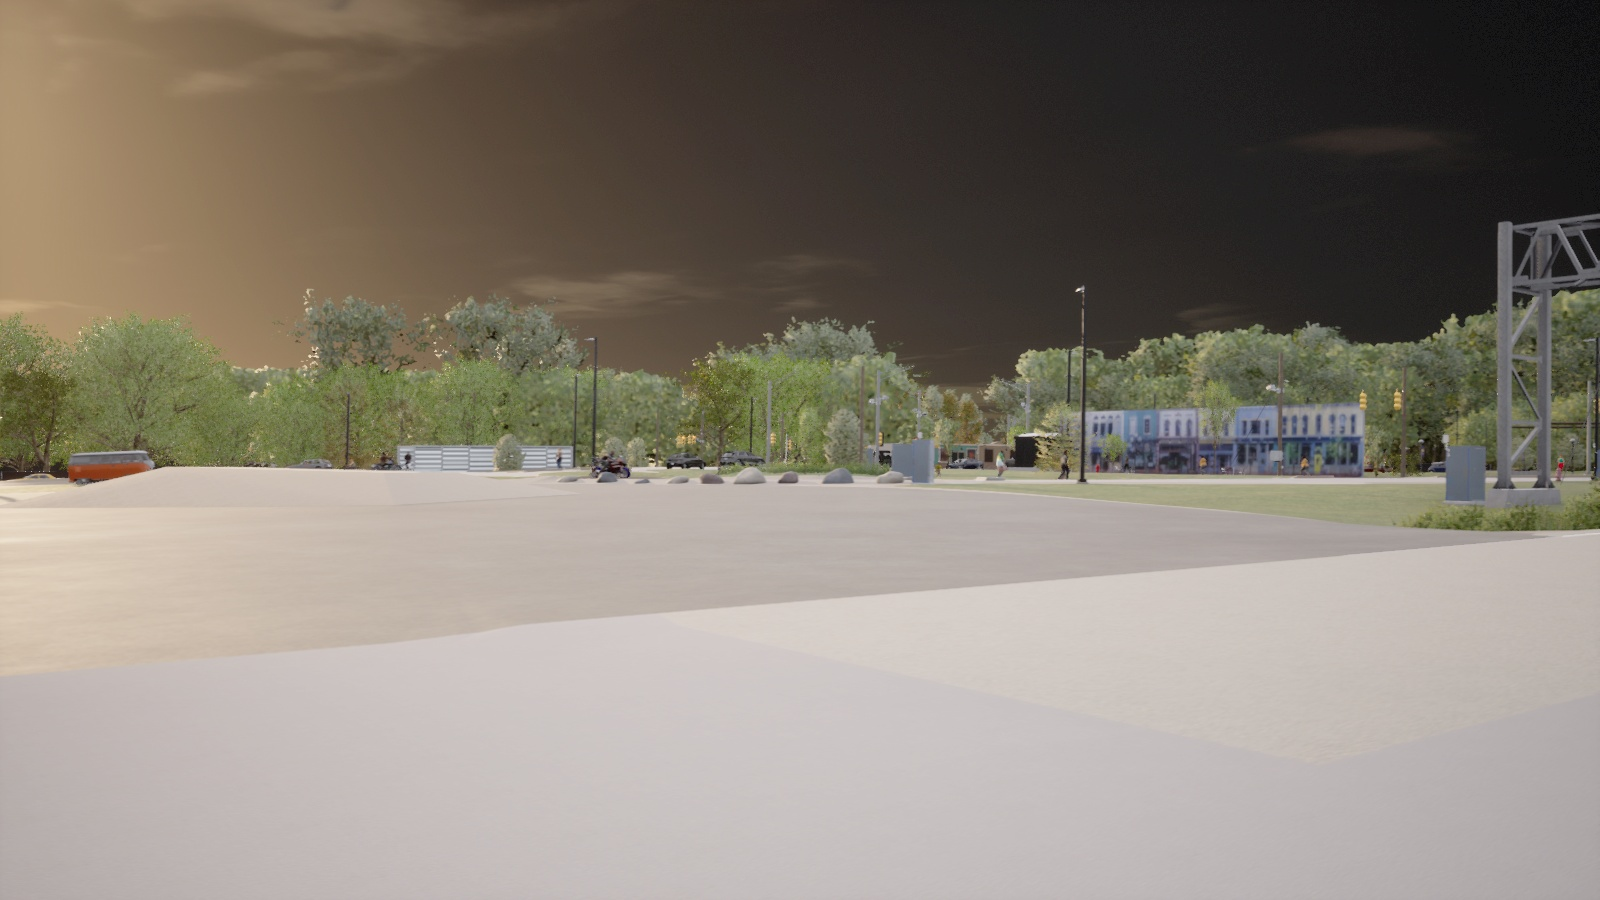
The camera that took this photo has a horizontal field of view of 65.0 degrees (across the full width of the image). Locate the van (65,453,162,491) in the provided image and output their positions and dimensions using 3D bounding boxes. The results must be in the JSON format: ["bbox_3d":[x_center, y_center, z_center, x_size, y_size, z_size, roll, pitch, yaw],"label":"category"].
[{"bbox_3d":[-39.195,1.244,71.777,4.442,1.987,1.775,-3,0,-10],"label":"van"}]

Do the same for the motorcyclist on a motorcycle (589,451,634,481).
[{"bbox_3d":[-9.810,0.829,65.387,2.191,1.530,0.866,0,-1,17],"label":"motorcyclist on a motorcycle"}]

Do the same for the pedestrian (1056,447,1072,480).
[{"bbox_3d":[15.737,0.794,74.860,0.788,1.949,0.423,1,-1,-22],"label":"pedestrian"}]

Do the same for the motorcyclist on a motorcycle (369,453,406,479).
[{"bbox_3d":[-26.650,1.020,81.152,0.766,1.649,2.350,0,1,32],"label":"motorcyclist on a motorcycle"}]

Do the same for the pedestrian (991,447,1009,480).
[{"bbox_3d":[12.121,0.827,76.169,0.873,1.952,0.659,1,-1,-15],"label":"pedestrian"}]
